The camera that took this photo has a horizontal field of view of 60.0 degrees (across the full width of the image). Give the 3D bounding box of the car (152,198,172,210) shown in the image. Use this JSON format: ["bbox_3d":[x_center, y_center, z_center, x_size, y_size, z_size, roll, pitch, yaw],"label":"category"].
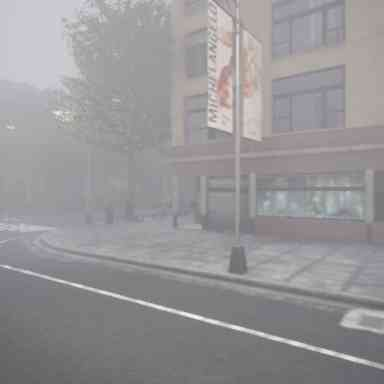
[{"bbox_3d":[-3.030,1.467,42.195,1.882,1.535,5.008,0,0,36],"label":"car"}]

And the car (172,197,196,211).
[{"bbox_3d":[0.228,1.482,40.591,2.128,1.511,4.902,0,0,36],"label":"car"}]
